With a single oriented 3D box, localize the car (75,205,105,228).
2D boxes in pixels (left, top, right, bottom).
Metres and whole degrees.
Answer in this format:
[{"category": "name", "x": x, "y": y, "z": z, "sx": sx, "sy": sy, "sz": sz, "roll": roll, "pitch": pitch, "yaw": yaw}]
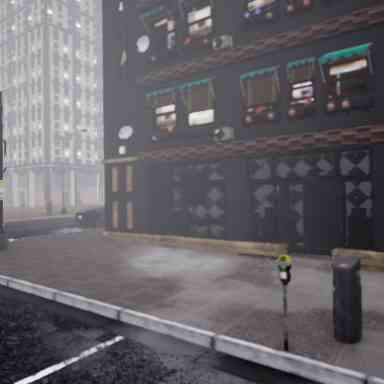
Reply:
[{"category": "car", "x": -5.450, "y": 1.496, "z": 21.469, "sx": 1.947, "sy": 1.339, "sz": 4.313, "roll": 0, "pitch": 1, "yaw": 35}]
